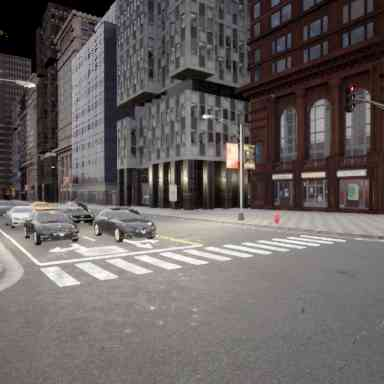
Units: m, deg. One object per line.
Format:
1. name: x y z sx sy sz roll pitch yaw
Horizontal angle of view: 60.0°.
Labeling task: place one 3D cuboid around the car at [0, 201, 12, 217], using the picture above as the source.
1. car: -19.414 1.703 34.406 2.097 1.767 4.553 0 0 -33

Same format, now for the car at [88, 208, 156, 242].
1. car: -3.577 1.611 17.173 1.837 1.490 4.892 0 0 -35

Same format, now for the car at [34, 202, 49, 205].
1. car: -16.029 1.801 35.217 1.882 1.535 5.008 0 0 -35

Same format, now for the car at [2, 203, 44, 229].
1. car: -12.142 1.736 23.855 1.812 1.442 4.674 0 0 -35

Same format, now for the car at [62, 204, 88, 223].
1. car: -8.841 1.787 24.793 1.895 1.301 4.718 0 0 -35

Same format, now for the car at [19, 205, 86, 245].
1. car: -7.040 1.634 16.467 1.837 1.490 4.892 0 0 -35

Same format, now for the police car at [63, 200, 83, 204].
1. police car: -13.223 1.734 37.026 1.930 1.638 5.238 0 -1 -35
